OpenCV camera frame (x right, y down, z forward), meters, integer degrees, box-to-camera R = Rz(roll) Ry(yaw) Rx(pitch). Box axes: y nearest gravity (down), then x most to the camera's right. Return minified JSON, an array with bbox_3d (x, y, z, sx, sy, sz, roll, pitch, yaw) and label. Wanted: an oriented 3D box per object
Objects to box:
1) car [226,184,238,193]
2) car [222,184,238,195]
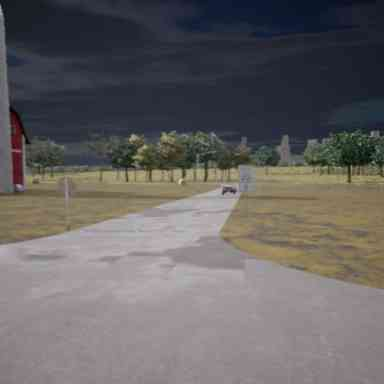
[{"bbox_3d":[7.167,-0.676,58.832,1.812,1.442,4.674,-1,2,10],"label":"car"},{"bbox_3d":[5.457,-0.353,48.521,1.837,1.490,4.892,-1,2,10],"label":"car"}]
